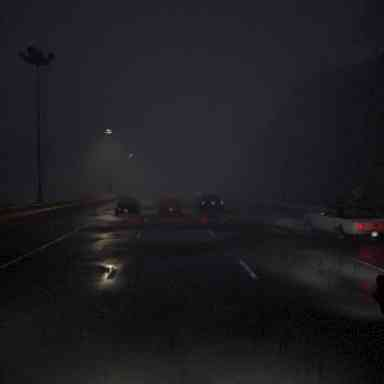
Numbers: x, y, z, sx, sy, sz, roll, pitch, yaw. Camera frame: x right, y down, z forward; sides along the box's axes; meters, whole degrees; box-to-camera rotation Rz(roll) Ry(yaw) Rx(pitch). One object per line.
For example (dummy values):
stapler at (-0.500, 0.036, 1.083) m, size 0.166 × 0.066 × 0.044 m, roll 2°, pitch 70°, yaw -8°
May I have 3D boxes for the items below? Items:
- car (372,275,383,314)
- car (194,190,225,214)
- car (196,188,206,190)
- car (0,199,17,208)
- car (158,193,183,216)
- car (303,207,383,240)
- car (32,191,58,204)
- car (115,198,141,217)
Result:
car at (3.830, 1.516, 3.128) m, size 1.895 × 1.301 × 4.718 m, roll -1°, pitch 1°, yaw -2°
car at (1.515, 0.939, 29.633) m, size 2.097 × 1.767 × 4.553 m, roll -1°, pitch 1°, yaw -6°
car at (1.753, 0.326, 65.581) m, size 2.150 × 2.045 × 5.566 m, roll -1°, pitch 0°, yaw -5°
car at (-16.021, 1.304, 27.062) m, size 2.128 × 1.511 × 4.902 m, roll -1°, pitch 1°, yaw -5°
car at (-1.825, 1.126, 27.780) m, size 1.882 × 1.535 × 5.008 m, roll -1°, pitch 1°, yaw -6°
car at (6.888, 1.322, 15.181) m, size 1.895 × 1.301 × 4.718 m, roll -1°, pitch 1°, yaw -6°
car at (-21.486, 0.881, 48.904) m, size 2.150 × 2.045 × 5.566 m, roll -1°, pitch 1°, yaw -5°
car at (-5.324, 1.211, 27.869) m, size 1.812 × 1.442 × 4.674 m, roll -1°, pitch 1°, yaw -6°
